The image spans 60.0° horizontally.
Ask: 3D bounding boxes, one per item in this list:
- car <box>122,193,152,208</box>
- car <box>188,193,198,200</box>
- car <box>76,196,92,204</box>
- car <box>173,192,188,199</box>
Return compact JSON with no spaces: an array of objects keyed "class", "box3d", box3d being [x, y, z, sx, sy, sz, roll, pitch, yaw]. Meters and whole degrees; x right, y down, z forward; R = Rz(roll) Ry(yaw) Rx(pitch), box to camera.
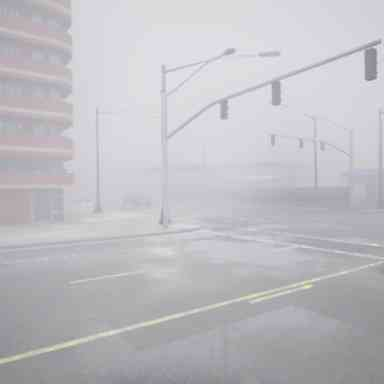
[{"class":"car","box3d":[-7.610,1.119,45.463,2.150,2.045,5.566,-1,1,-37]},{"class":"car","box3d":[1.724,0.997,74.031,3.806,1.475,1.970,-1,1,-35]},{"class":"car","box3d":[-20.469,1.484,62.922,1.994,1.385,4.181,-1,1,-37]},{"class":"car","box3d":[-2.249,0.851,78.251,4.611,1.667,2.242,-1,1,-35]}]
